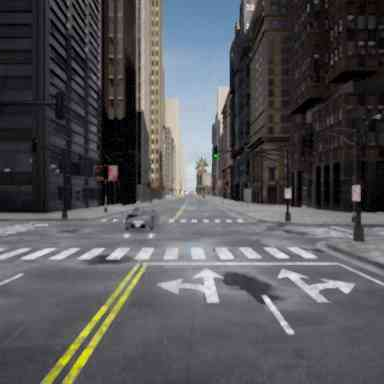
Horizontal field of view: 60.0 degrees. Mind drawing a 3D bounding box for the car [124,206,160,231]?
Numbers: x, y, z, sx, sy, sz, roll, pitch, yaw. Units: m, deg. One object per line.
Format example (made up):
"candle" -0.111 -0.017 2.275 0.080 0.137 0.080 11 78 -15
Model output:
"car" -3.252 1.737 22.424 2.128 1.511 4.902 0 0 0
